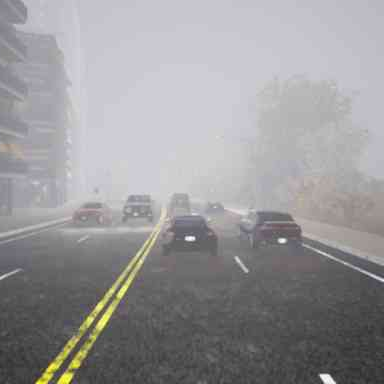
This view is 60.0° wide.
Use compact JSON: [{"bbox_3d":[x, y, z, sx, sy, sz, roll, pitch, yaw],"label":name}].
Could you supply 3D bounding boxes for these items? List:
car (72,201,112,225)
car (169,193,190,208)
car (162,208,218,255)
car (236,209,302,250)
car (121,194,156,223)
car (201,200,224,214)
[{"bbox_3d":[-7.151,1.434,24.157,1.882,1.535,5.008,0,0,-2],"label":"car"},{"bbox_3d":[-1.410,1.128,37.789,2.150,2.045,5.566,0,0,-5],"label":"car"},{"bbox_3d":[-0.119,1.534,13.155,1.994,1.385,4.181,0,0,-2],"label":"car"},{"bbox_3d":[3.106,1.466,14.104,1.837,1.490,4.892,0,0,-2],"label":"car"},{"bbox_3d":[-3.941,1.166,25.351,2.150,2.045,5.566,0,0,-3],"label":"car"},{"bbox_3d":[2.097,1.475,34.263,1.994,1.385,4.181,0,0,-4],"label":"car"}]
